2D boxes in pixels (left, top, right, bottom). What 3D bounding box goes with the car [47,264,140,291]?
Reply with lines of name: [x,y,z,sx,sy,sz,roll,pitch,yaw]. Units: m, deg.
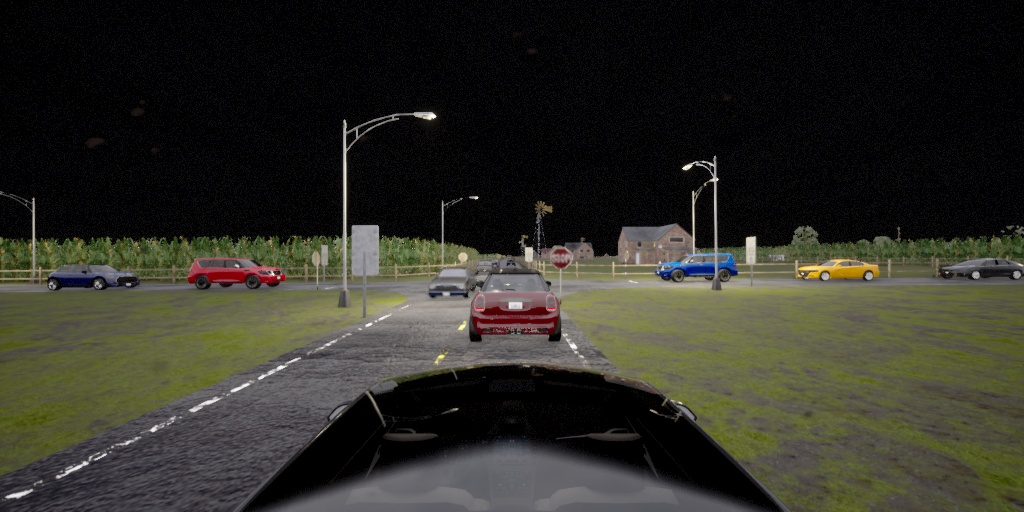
car: [-28.002,1.345,24.119,4.553,1.767,2.097,-1,0,1]

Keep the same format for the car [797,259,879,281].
car: [23.873,1.013,26.348,5.008,1.535,1.882,-1,0,1]

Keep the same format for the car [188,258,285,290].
car: [-18.348,1.126,23.985,5.566,2.045,2.150,-1,0,1]

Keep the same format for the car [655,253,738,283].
car: [13.567,0.849,26.492,5.566,2.045,2.150,-1,0,0]

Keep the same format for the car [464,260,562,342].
car: [0.058,1.103,9.955,2.097,1.767,4.553,0,0,-1]

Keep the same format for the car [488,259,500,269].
car: [-3.018,1.298,62.488,1.837,1.490,4.892,0,1,0]

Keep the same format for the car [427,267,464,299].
car: [-2.902,1.300,18.475,2.033,1.411,5.357,0,0,0]

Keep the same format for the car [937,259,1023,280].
car: [34.235,0.947,26.201,4.892,1.490,1.837,-1,0,0]
